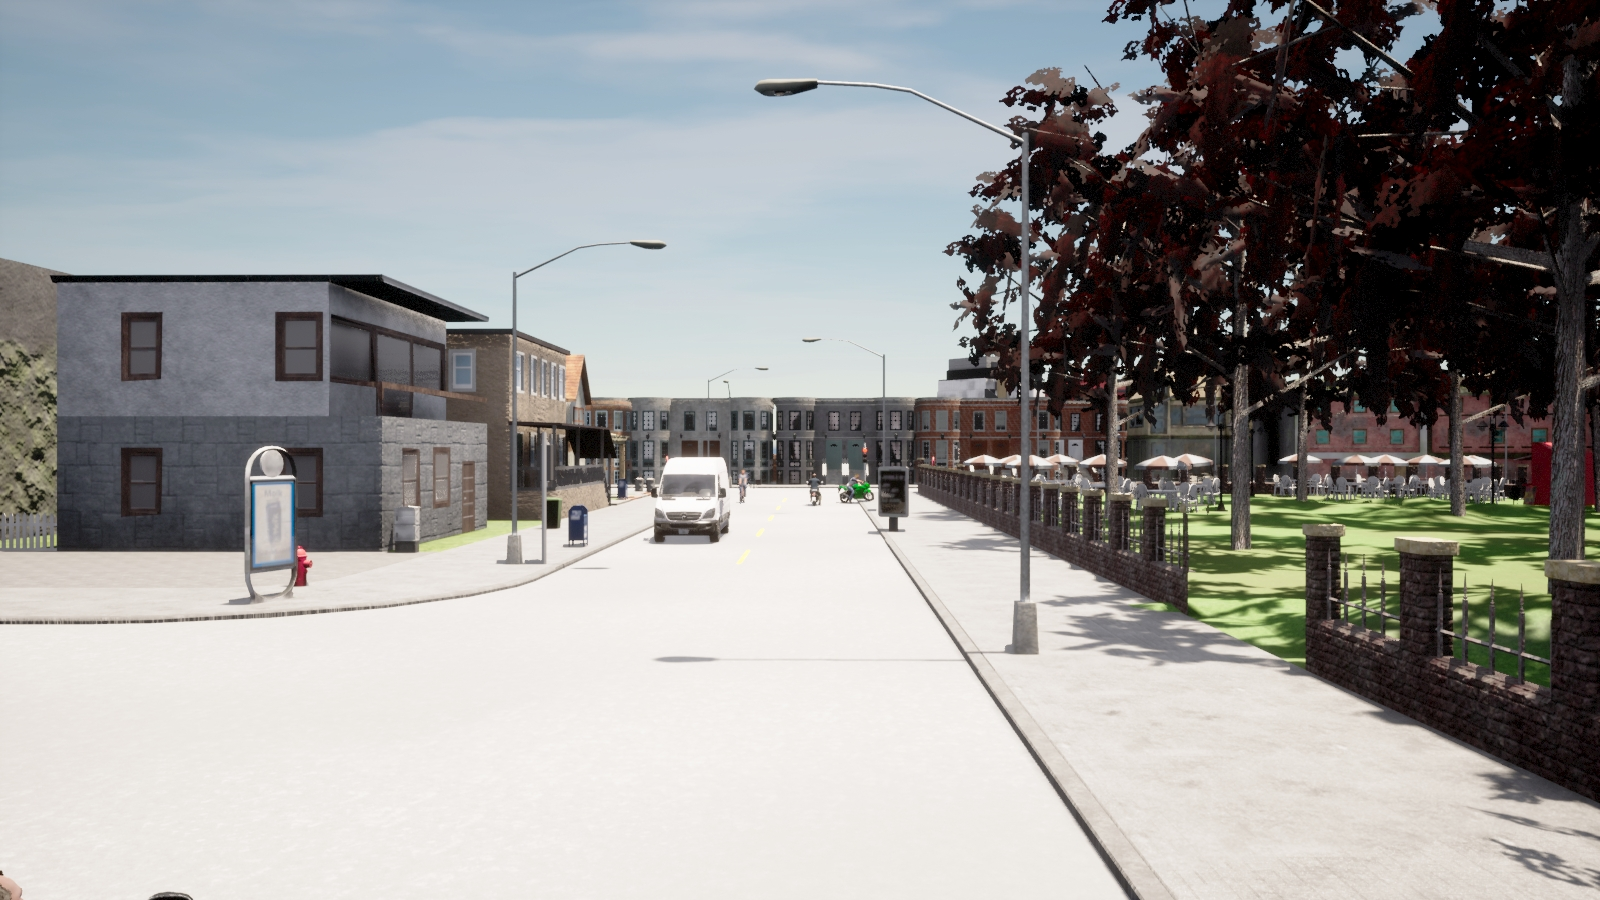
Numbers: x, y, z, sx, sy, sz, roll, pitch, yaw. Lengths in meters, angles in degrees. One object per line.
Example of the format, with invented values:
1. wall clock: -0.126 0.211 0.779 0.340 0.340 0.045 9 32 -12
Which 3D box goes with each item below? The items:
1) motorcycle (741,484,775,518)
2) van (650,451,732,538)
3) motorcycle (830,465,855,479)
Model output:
1. motorcycle: -1.677 1.985 45.065 0.867 1.251 2.209 0 0 -15
2. van: -3.393 1.314 36.728 1.988 2.561 5.915 0 0 1
3. motorcycle: 3.779 1.939 101.151 2.033 1.145 0.803 -5 -2 27
